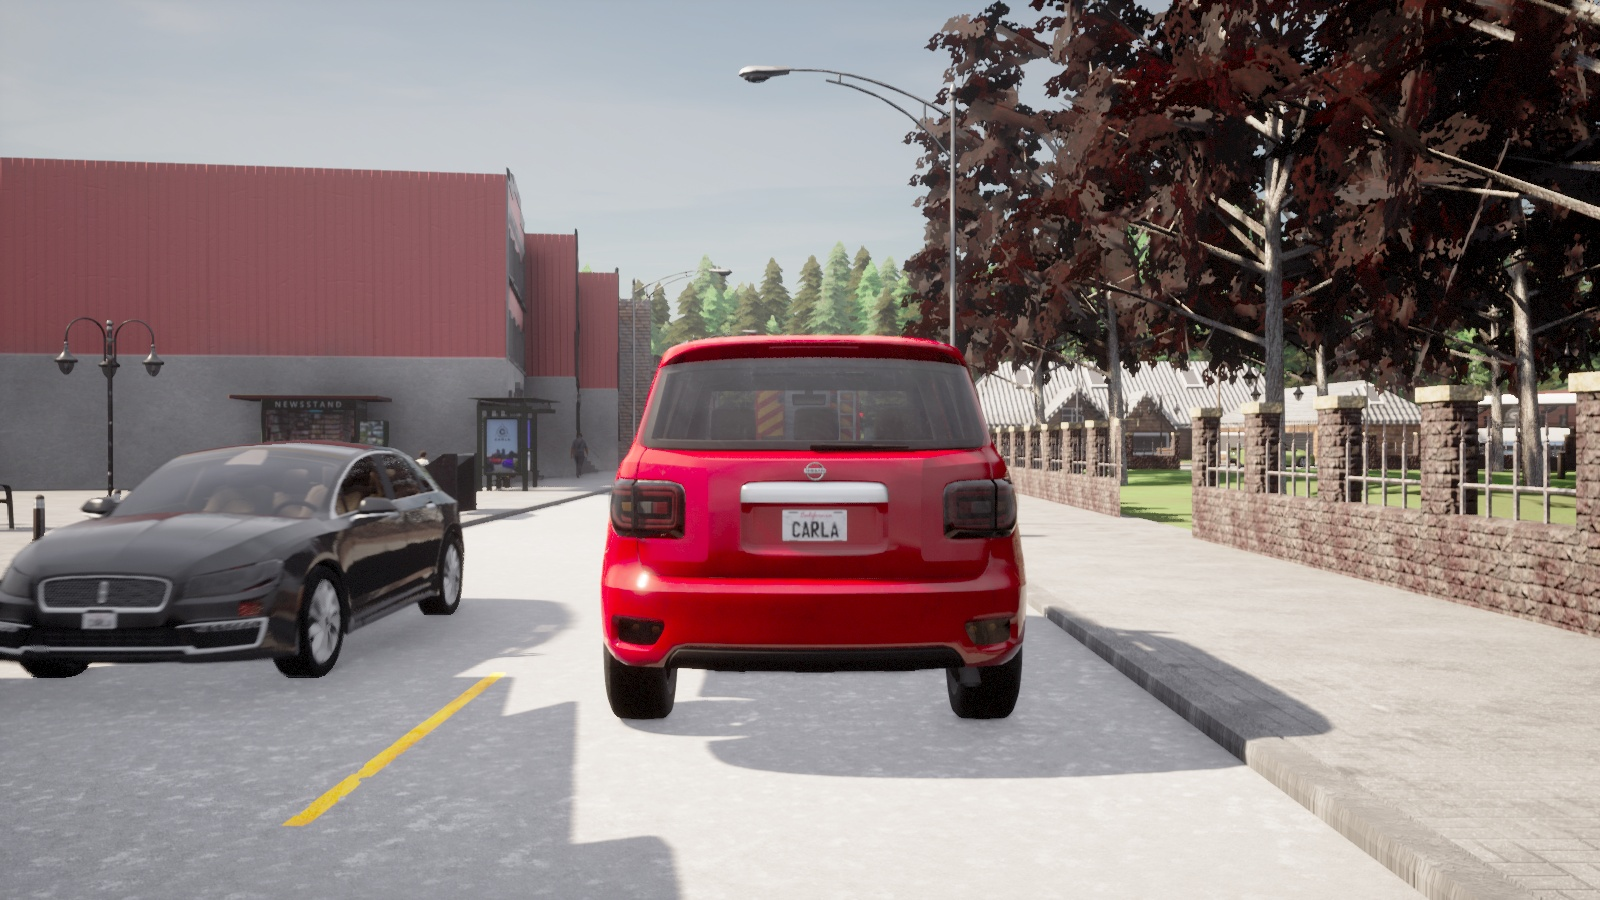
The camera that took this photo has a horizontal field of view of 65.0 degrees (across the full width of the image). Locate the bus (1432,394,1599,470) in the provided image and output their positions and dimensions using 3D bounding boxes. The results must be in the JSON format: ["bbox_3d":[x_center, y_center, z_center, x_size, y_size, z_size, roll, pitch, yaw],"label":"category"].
[{"bbox_3d":[42.519,-1.022,72.597,10.273,4.253,3.944,0,0,21],"label":"bus"}]

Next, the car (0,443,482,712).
[{"bbox_3d":[-3.932,0.693,9.418,1.837,1.490,4.892,0,0,0],"label":"car"}]

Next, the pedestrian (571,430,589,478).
[{"bbox_3d":[-8.610,0.161,49.091,0.540,1.848,0.694,0,0,3],"label":"pedestrian"}]

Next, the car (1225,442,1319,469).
[{"bbox_3d":[26.317,0.303,70.086,4.514,1.525,2.007,0,0,-1],"label":"car"}]

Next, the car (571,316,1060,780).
[{"bbox_3d":[0.065,0.417,8.312,2.150,2.045,5.566,0,0,0],"label":"car"}]
